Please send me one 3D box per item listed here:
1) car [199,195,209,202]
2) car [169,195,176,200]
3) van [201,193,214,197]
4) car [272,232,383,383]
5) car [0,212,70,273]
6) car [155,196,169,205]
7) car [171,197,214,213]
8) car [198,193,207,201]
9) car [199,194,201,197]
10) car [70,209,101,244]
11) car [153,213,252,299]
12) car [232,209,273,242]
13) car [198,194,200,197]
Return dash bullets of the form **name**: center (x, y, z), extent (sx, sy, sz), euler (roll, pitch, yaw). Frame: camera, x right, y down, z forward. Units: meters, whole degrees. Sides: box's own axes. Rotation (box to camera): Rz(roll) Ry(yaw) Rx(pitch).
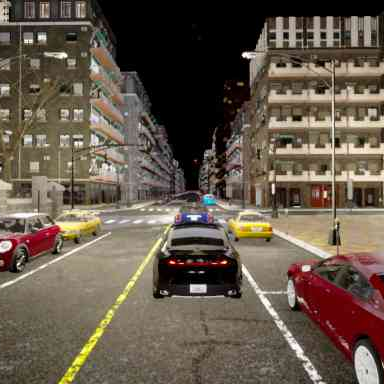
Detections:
- **car**: center (2.759, 1.503, 76.746), extent (2.008, 1.369, 4.403), euler (1, 0, 0)
- **car**: center (-5.613, 1.516, 88.152), extent (1.802, 1.307, 4.206), euler (1, 0, 0)
- **van**: center (2.744, 1.321, 54.061), extent (1.690, 1.788, 3.998), euler (1, 0, 0)
- **car**: center (2.703, 1.546, 4.835), extent (1.887, 1.381, 4.507), euler (1, 0, 0)
- **car**: center (-5.672, 1.442, 10.478), extent (1.967, 1.590, 4.097), euler (1, 0, 0)
- **car**: center (-5.635, 1.556, 59.796), extent (1.802, 1.307, 4.206), euler (1, 0, 0)
- **car**: center (0.134, 1.354, 18.718), extent (2.097, 1.767, 4.553), euler (0, 0, 1)
- **car**: center (2.771, 1.249, 88.088), extent (2.192, 1.841, 5.009), euler (1, 0, 0)
- **car**: center (2.745, 1.519, 59.734), extent (1.887, 1.381, 4.507), euler (1, 0, 0)
- **car**: center (-5.669, 1.527, 15.923), extent (1.752, 1.417, 4.829), euler (1, 0, 0)
- **car**: center (0.109, 1.506, 8.458), extent (1.837, 1.490, 4.892), euler (0, 0, 0)
- **car**: center (2.712, 1.527, 16.239), extent (1.752, 1.417, 4.829), euler (1, 0, 0)
- **car**: center (2.750, 1.534, 65.404), extent (1.947, 1.339, 4.313), euler (1, 0, 0)
